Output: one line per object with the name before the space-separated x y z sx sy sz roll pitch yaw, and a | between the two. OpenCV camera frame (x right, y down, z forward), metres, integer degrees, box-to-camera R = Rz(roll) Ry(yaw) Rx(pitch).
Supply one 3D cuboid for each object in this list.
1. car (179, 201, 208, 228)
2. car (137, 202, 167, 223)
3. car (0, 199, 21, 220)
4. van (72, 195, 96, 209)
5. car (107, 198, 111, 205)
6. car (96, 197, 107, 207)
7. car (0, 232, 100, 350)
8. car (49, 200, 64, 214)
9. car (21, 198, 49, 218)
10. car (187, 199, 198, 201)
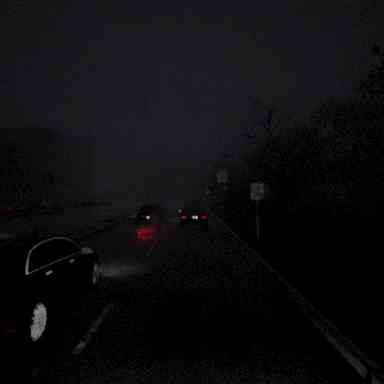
car | 0.095 1.601 22.789 2.033 1.411 5.357 0 0 0
car | -3.149 1.567 26.293 1.837 1.490 4.892 0 0 0
car | -15.497 1.389 25.267 2.185 1.767 4.553 0 0 0
van | -15.551 1.345 47.346 1.878 1.987 4.442 0 0 0
car | -15.596 1.639 58.453 2.002 1.452 4.674 -2 0 0
car | -15.566 1.615 52.957 2.163 1.488 4.792 0 0 0
car | -3.150 1.520 6.257 1.837 1.490 4.892 0 0 0
car | -15.525 1.583 36.414 2.002 1.452 4.674 0 0 0
car | -15.510 1.403 30.793 2.185 1.767 4.553 0 0 0
car | 0.100 1.590 42.311 2.128 1.511 4.902 0 0 0
